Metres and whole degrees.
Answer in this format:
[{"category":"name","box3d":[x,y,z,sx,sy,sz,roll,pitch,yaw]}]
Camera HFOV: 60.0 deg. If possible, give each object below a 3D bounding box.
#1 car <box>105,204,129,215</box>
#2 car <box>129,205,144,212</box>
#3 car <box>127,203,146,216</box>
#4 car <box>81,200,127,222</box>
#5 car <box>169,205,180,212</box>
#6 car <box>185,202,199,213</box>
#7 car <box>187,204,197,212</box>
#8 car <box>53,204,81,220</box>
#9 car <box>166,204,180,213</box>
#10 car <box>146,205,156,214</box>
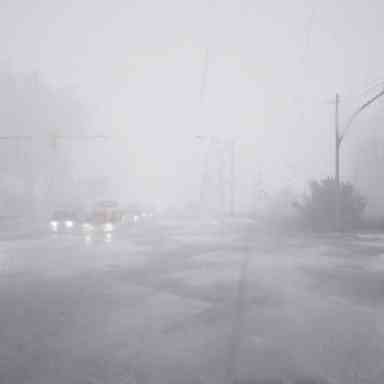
[{"category":"car","box3d":[-10.555,2.480,47.208,2.033,1.411,5.357,0,-3,1]},{"category":"car","box3d":[-10.513,3.122,63.296,1.994,1.385,4.181,0,-3,0]},{"category":"car","box3d":[-7.091,2.065,39.886,1.837,1.490,4.892,0,-3,0]},{"category":"car","box3d":[-7.099,1.474,27.372,2.097,1.767,4.553,0,-1,0]},{"category":"car","box3d":[-3.514,3.452,69.129,2.033,1.411,5.357,0,-3,0]},{"category":"car","box3d":[-0.012,2.749,58.743,2.150,2.045,5.566,0,-3,0]},{"category":"car","box3d":[-0.014,3.390,69.133,1.882,1.535,5.008,0,-3,0]},{"category":"car","box3d":[-10.596,1.732,29.331,1.994,1.385,4.181,0,-2,0]},{"category":"car","box3d":[-3.512,2.898,59.091,2.097,1.767,4.553,0,-3,0]},{"category":"car","box3d":[-7.054,2.806,54.578,2.128,1.511,4.902,0,-3,0]}]
